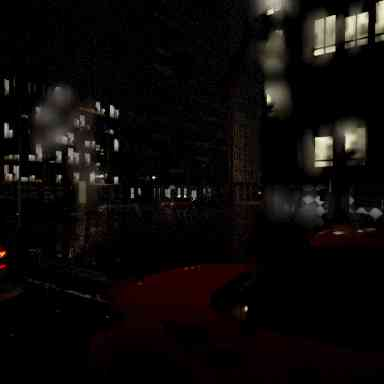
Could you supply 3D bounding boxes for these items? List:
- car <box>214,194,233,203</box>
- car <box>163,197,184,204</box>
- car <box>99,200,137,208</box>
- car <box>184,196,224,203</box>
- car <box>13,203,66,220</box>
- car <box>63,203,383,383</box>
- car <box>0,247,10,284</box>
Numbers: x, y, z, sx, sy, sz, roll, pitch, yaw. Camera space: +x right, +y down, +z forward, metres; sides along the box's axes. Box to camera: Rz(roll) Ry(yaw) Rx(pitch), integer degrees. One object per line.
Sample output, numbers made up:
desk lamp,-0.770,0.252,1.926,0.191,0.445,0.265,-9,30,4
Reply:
car,4.321,1.406,51.689,2.150,2.045,5.566,1,0,37
car,-1.913,1.490,43.357,2.097,1.767,4.553,1,0,37
car,-7.788,1.619,35.462,1.812,1.442,4.674,1,0,37
car,1.620,1.663,42.763,2.128,1.511,4.902,1,0,37
car,-12.930,1.617,28.526,1.994,1.385,4.181,1,0,37
car,1.668,1.221,2.496,5.566,2.045,2.150,0,0,35
car,-6.238,1.522,8.109,4.674,1.442,1.812,0,0,35
